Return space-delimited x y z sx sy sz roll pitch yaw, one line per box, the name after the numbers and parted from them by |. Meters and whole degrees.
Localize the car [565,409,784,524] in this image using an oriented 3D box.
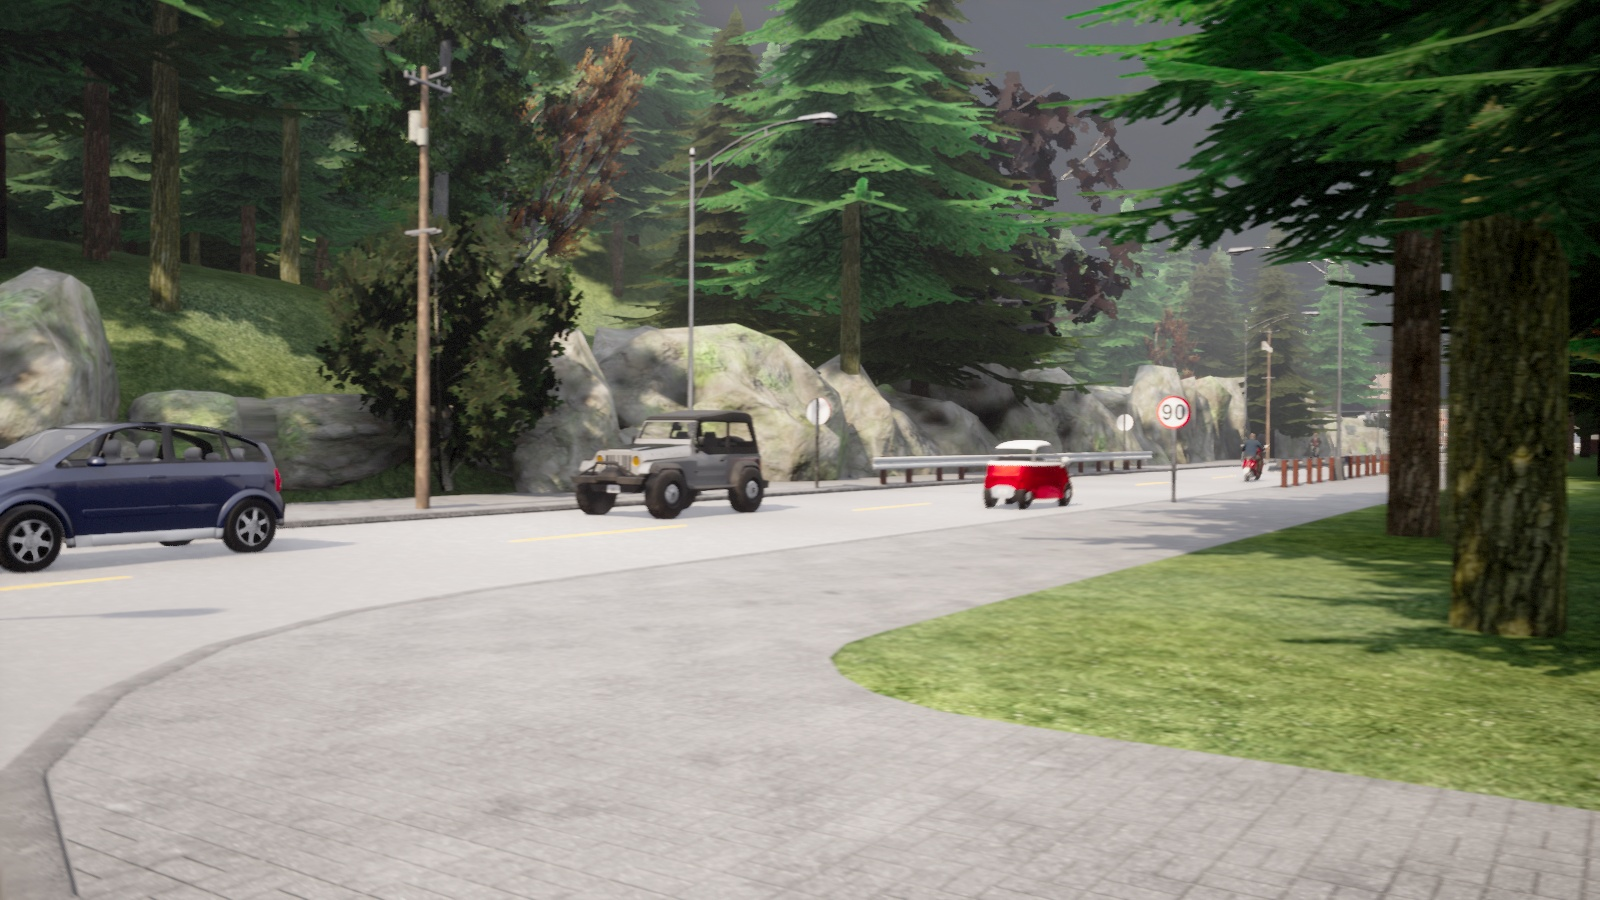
-2.165 0.238 22.647 1.905 1.878 3.866 0 1 33 | car

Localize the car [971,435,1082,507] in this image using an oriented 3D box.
4.673 0.392 25.778 1.481 1.376 2.207 0 1 33 | car

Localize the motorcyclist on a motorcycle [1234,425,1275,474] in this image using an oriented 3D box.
15.101 -0.021 41.679 0.866 1.590 1.817 0 1 33 | motorcyclist on a motorcycle

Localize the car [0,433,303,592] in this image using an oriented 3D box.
-7.715 0.592 13.992 1.789 1.549 3.705 0 1 31 | car
